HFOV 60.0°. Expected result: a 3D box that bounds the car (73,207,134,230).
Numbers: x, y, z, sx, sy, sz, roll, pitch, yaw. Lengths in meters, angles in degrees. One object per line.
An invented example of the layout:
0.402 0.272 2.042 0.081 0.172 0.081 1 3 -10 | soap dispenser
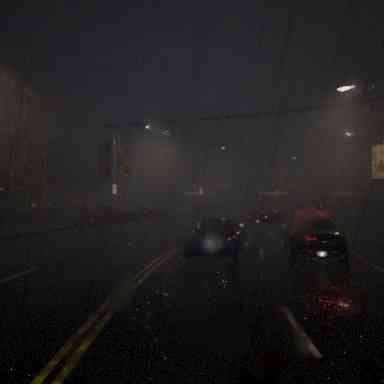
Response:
-6.398 1.781 23.750 2.002 1.452 4.674 0 -1 20 | car

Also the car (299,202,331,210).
9.158 1.624 24.929 2.097 1.767 4.553 0 -1 30 | car

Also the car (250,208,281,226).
5.929 1.890 26.369 1.895 1.301 4.718 0 -1 30 | car

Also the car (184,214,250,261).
1.040 1.708 13.016 1.994 1.385 4.181 0 -1 12 | car

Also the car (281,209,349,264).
4.513 1.645 12.545 1.837 1.490 4.892 0 0 13 | car

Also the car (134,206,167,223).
-4.233 1.914 29.055 1.895 1.301 4.718 0 -1 30 | car
